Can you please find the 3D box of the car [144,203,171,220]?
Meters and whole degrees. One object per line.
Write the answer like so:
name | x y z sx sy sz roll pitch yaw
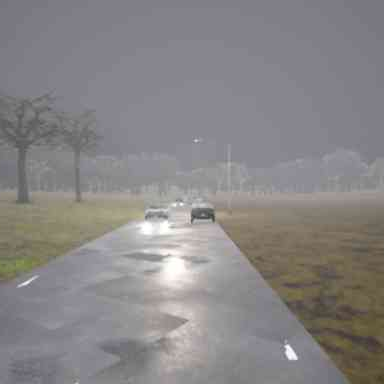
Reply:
car | -2.856 1.654 28.295 1.895 1.301 4.718 0 0 0

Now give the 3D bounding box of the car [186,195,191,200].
car | -0.017 1.596 60.985 2.033 1.411 5.357 0 0 0

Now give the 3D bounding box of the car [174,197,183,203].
car | -2.770 1.601 69.239 1.895 1.301 4.718 0 0 0

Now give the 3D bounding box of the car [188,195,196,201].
car | -0.023 1.432 81.784 1.812 1.442 4.674 0 0 0

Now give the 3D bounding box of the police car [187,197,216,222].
police car | 0.817 1.477 26.738 1.930 1.638 5.238 0 0 0
